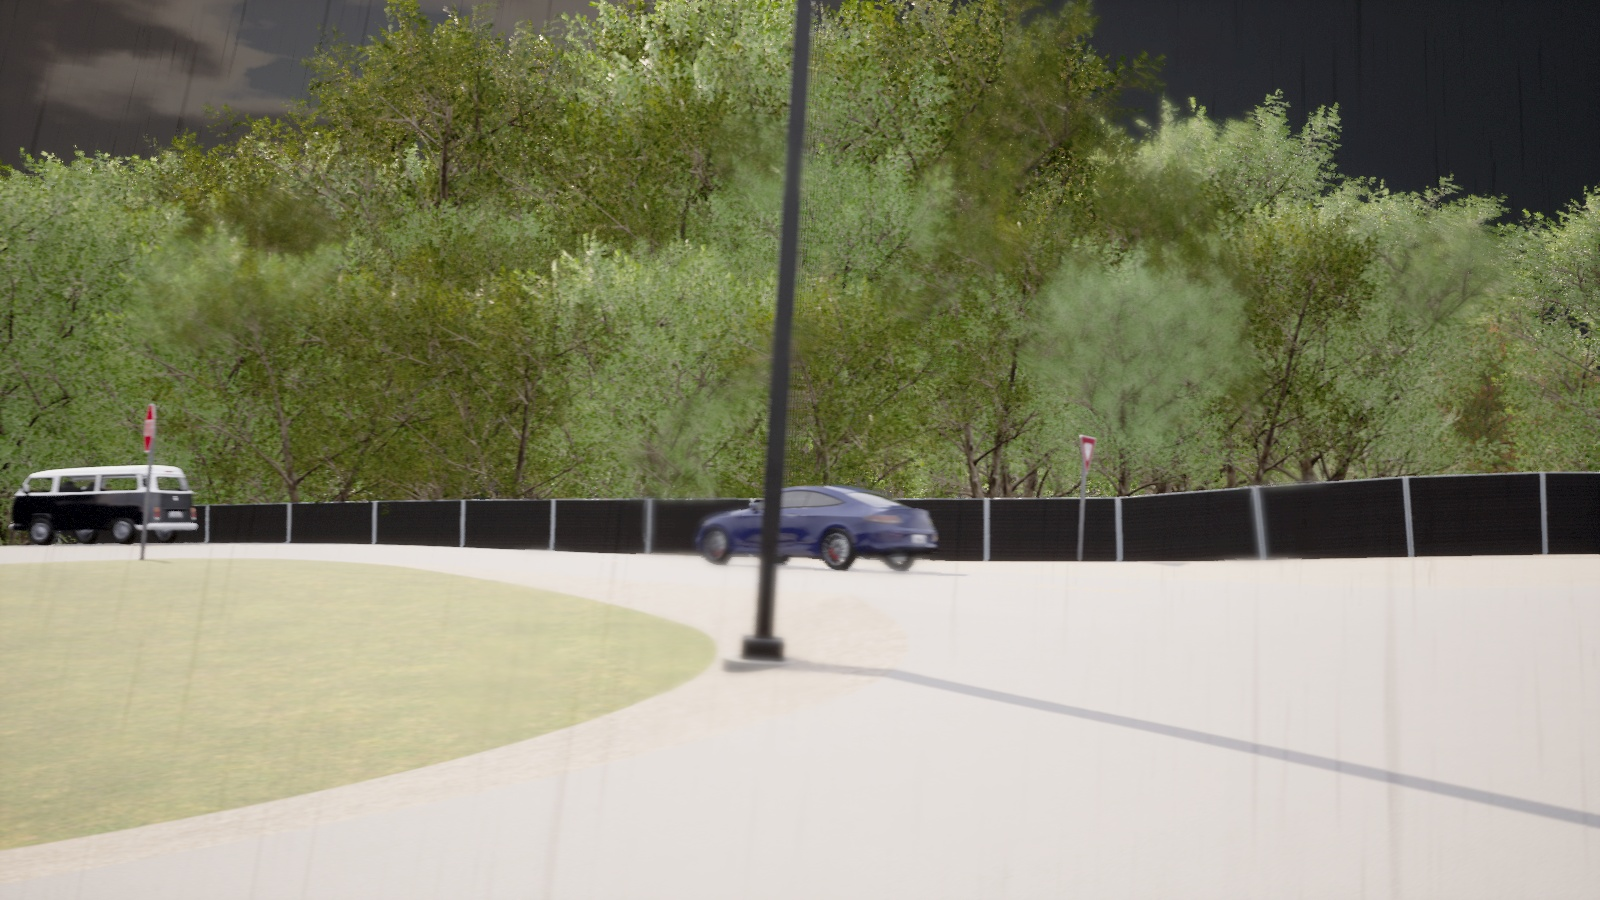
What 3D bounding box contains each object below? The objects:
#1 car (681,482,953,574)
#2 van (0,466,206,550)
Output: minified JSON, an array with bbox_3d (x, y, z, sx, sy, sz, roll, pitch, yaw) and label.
[{"bbox_3d":[0.206,1.353,21.947,4.674,1.442,1.812,-2,-6,42],"label":"car"},{"bbox_3d":[-18.165,1.536,32.782,4.480,2.038,2.069,-2,-3,12],"label":"van"}]
